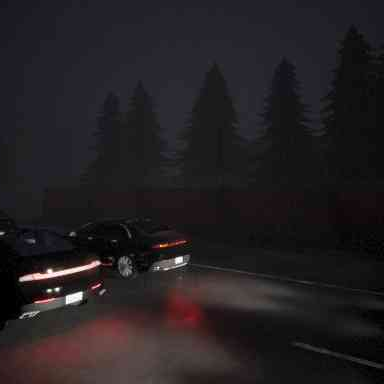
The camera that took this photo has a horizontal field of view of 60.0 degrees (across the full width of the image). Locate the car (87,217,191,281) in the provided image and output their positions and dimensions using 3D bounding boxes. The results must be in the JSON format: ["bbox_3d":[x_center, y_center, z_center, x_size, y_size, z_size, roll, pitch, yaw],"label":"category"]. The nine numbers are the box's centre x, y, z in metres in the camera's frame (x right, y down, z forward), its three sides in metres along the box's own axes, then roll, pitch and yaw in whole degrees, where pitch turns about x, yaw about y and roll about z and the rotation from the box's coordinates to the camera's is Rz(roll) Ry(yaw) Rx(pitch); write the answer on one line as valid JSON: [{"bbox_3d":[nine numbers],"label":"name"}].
[{"bbox_3d":[-2.305,1.505,9.967,4.892,1.490,1.837,0,0,36],"label":"car"}]

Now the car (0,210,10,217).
[{"bbox_3d":[-10.075,1.506,15.550,4.892,1.490,1.837,0,0,36],"label":"car"}]

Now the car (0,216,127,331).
[{"bbox_3d":[-3.866,1.492,6.777,4.902,1.511,2.128,0,0,36],"label":"car"}]
